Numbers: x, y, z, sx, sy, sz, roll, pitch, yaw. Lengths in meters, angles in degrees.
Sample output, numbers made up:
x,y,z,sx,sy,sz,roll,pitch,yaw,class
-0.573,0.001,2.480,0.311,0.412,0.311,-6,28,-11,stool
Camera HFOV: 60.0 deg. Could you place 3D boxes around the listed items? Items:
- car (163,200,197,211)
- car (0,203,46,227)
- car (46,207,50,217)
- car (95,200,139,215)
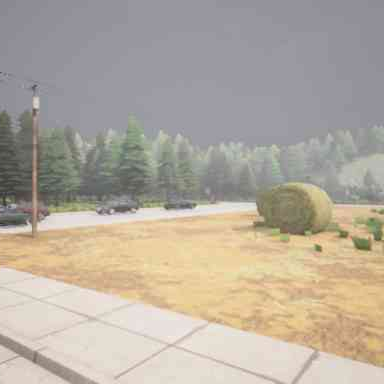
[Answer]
x,y,z,sx,sy,sz,roll,pitch,yaw,class
-1.494,1.636,41.953,1.895,1.301,4.718,0,0,37,car
-12.181,1.599,21.598,1.994,1.385,4.181,0,0,38,car
-13.423,1.562,25.864,1.812,1.442,4.674,0,0,37,car
-7.552,1.527,33.793,2.128,1.511,4.902,0,0,37,car
